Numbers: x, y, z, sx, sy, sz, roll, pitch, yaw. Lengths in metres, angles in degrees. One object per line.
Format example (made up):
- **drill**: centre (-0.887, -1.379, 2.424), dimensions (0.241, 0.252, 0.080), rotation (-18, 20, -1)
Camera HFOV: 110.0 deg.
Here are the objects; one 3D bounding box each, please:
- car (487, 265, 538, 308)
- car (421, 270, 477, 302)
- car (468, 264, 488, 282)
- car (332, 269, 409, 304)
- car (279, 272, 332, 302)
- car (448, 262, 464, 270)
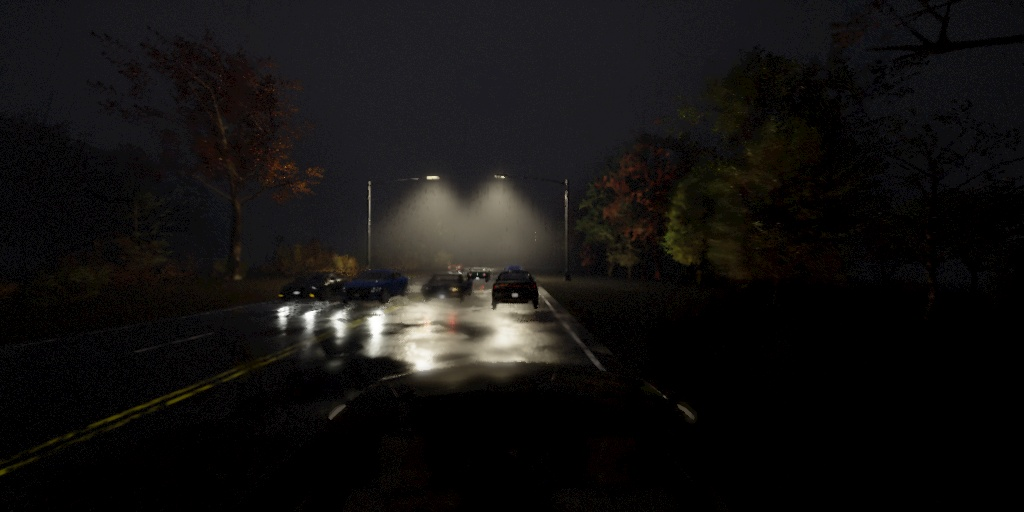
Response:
- **car**: centre (0.116, 1.375, 16.184), dimensions (1.882, 1.535, 5.008), rotation (-2, -1, 0)
- **car**: centre (-3.119, 1.544, 18.248), dimensions (1.895, 1.301, 4.718), rotation (0, -1, 0)
- **car**: centre (-3.039, 1.718, 33.935), dimensions (1.895, 1.301, 4.718), rotation (0, -1, 0)
- **car**: centre (-6.569, 1.414, 17.693), dimensions (1.882, 1.535, 5.008), rotation (0, -1, 0)
- **car**: centre (-9.817, 1.508, 18.313), dimensions (1.994, 1.385, 4.181), rotation (0, -1, 0)
- **car**: centre (-9.431, 1.751, 60.614), dimensions (2.097, 1.767, 4.553), rotation (0, -1, 1)
